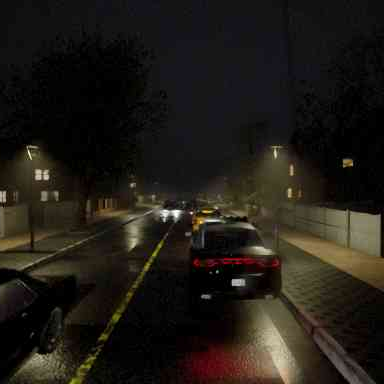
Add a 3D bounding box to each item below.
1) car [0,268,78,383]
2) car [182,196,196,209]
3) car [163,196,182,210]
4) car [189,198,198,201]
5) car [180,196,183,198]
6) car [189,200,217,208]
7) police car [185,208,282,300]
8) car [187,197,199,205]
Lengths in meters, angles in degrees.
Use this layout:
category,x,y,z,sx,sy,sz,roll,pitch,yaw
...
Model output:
category,x,y,z,sx,sy,sz,roll,pitch,yaw
car,-2.845,1.602,3.351,1.895,1.301,4.718,0,0,0
car,0.130,1.489,45.101,2.128,1.511,4.902,0,0,1
car,-2.743,1.599,43.680,1.895,1.301,4.718,0,0,0
car,0.884,1.459,24.661,1.801,1.575,5.366,0,0,0
car,-2.558,1.536,77.930,1.994,1.385,4.181,0,0,0
car,0.869,1.458,18.660,1.801,1.575,5.366,0,0,0
police car,0.844,1.427,8.578,1.930,1.638,5.238,0,0,0
car,0.143,1.535,58.457,2.033,1.411,5.357,0,0,0
